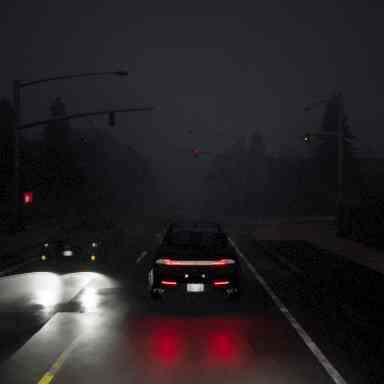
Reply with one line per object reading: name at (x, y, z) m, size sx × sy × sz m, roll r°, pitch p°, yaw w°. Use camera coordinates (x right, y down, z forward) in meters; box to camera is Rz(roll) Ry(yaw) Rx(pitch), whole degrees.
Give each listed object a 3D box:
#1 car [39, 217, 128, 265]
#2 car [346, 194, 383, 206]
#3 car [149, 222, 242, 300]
car at (-3.520, 1.564, 11.488) m, size 1.994 × 1.385 × 4.181 m, roll 0°, pitch 0°, yaw 1°
car at (15.864, 1.202, 28.885) m, size 5.566 × 2.045 × 2.150 m, roll 0°, pitch 0°, yaw -8°
car at (0.079, 1.492, 8.356) m, size 2.128 × 1.511 × 4.902 m, roll 0°, pitch 0°, yaw 0°
